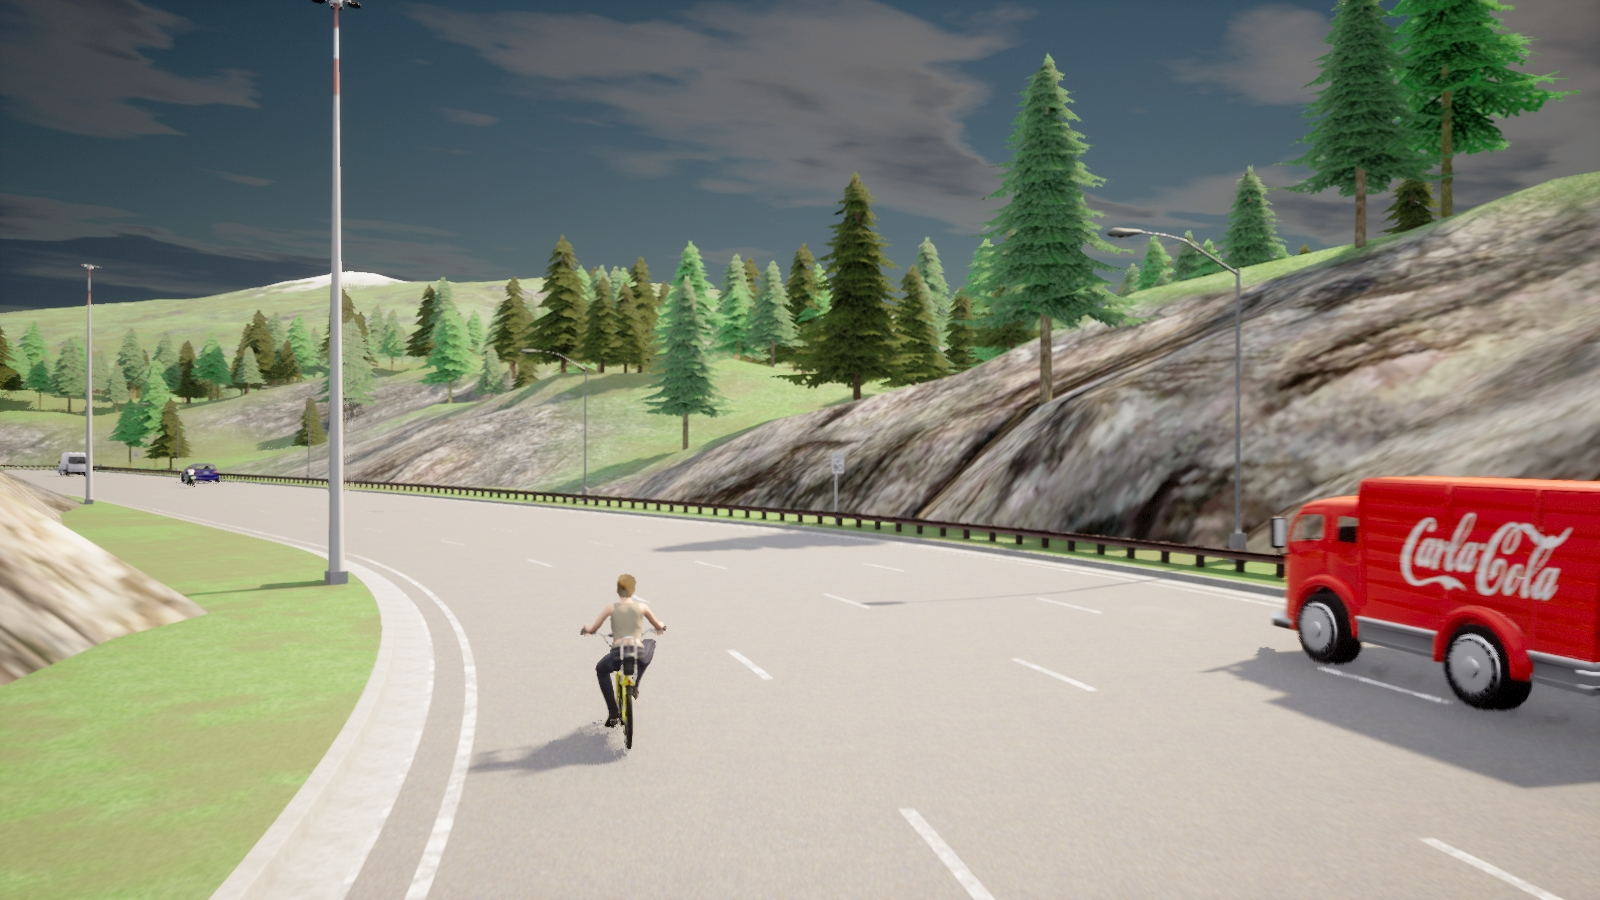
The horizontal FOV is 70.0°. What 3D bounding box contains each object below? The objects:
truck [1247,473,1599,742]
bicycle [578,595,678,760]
[{"bbox_3d":[8.158,1.567,13.767,2.627,2.467,5.204,0,0,-14],"label":"truck"},{"bbox_3d":[-1.701,2.157,11.129,0.859,1.276,1.487,0,0,-13],"label":"bicycle"}]
